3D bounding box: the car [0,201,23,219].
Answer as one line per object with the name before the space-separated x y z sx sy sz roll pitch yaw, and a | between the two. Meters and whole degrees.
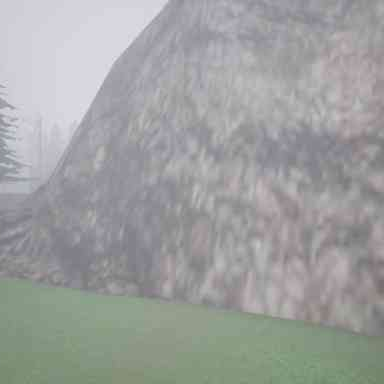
car | -16.156 1.491 26.671 2.128 1.511 4.902 0 0 29
